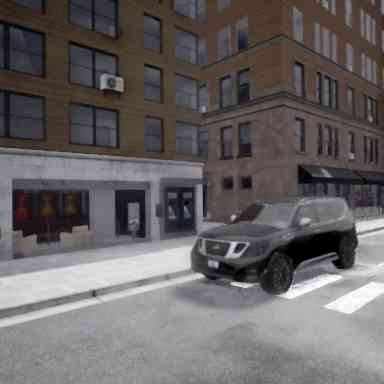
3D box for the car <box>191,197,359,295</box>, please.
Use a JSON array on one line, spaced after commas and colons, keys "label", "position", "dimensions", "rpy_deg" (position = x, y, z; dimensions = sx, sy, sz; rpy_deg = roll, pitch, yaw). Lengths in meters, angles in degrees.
[{"label": "car", "position": [2.515, 1.182, 9.094], "dimensions": [5.566, 2.045, 2.150], "rpy_deg": [-1, -1, -42]}]
